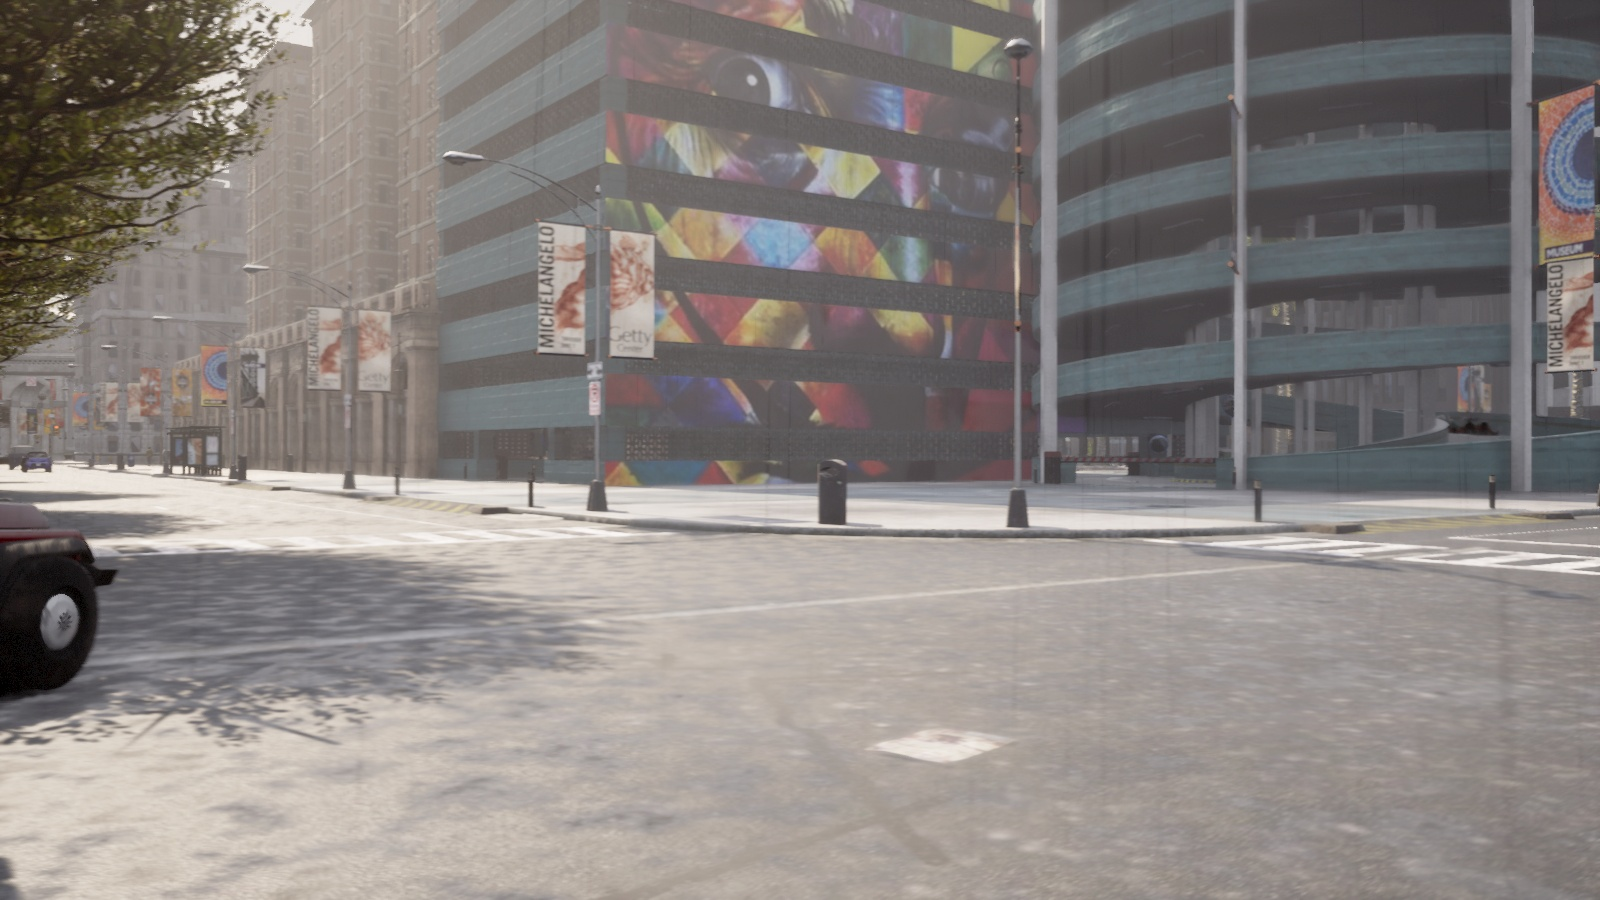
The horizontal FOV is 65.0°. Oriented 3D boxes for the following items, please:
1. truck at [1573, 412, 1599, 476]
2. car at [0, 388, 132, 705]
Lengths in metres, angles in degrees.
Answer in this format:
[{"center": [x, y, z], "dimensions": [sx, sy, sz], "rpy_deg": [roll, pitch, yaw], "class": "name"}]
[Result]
[{"center": [49.685, -0.346, 73.070], "dimensions": [2.891, 3.827, 8.468], "rpy_deg": [0, 0, -14], "class": "truck"}, {"center": [-5.851, 0.569, 6.802], "dimensions": [1.905, 1.878, 3.866], "rpy_deg": [0, 0, 12], "class": "car"}]
